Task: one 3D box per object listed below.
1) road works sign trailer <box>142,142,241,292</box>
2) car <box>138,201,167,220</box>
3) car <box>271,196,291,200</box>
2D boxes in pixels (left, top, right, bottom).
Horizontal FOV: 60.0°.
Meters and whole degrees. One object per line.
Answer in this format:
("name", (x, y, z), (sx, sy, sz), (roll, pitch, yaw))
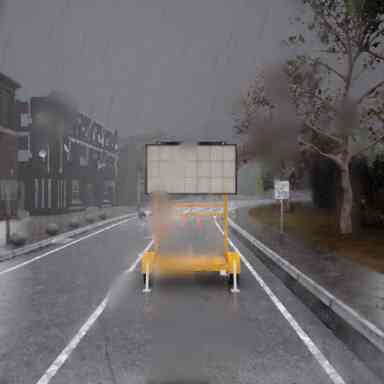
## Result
("road works sign trailer", (-0.019, 0.467, 8.909), (2.380, 3.560, 2.880), (0, 0, 0))
("car", (-3.306, 1.500, 28.493), (2.128, 1.511, 4.902), (0, 0, 4))
("car", (19.449, 1.053, 72.681), (4.902, 1.511, 2.128), (-2, 0, -33))
